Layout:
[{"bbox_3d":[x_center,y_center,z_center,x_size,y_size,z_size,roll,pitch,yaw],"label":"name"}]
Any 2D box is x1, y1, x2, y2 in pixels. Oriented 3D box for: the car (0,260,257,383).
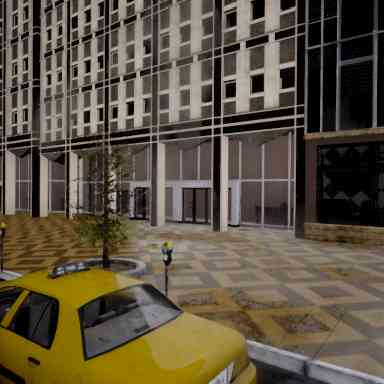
[{"bbox_3d":[-1.654,1.524,4.076,4.829,1.417,1.752,0,1,36],"label":"car"}]
